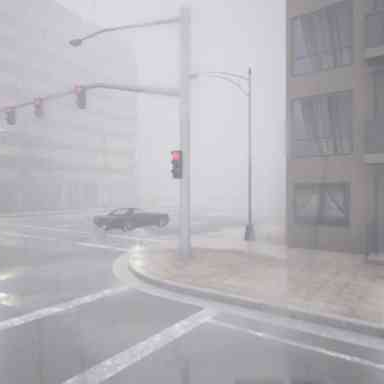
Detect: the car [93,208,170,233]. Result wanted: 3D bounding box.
[{"bbox_3d":[-3.443,1.596,20.003,1.895,1.301,4.718,0,0,37],"label":"car"}]
